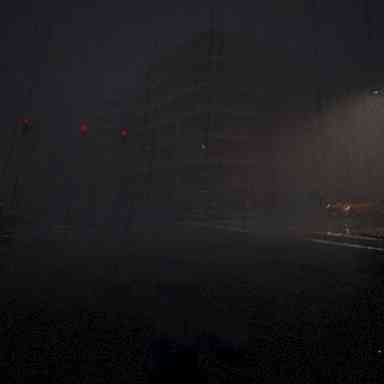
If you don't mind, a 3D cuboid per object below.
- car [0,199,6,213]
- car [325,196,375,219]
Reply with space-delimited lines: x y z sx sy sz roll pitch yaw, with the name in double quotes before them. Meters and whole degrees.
"car" -21.417 1.330 35.800 2.097 1.767 4.553 -1 0 -36
"car" 13.006 1.164 27.387 4.553 1.767 2.097 0 0 -35
